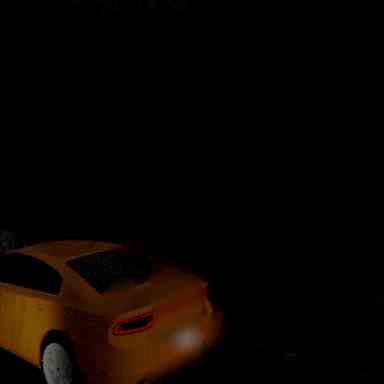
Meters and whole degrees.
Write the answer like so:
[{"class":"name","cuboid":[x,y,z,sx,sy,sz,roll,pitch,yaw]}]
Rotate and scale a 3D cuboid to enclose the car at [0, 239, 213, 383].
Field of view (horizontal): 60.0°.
[{"class":"car","cuboid":[-2.070,1.492,5.169,5.008,1.535,1.882,0,0,36]}]
